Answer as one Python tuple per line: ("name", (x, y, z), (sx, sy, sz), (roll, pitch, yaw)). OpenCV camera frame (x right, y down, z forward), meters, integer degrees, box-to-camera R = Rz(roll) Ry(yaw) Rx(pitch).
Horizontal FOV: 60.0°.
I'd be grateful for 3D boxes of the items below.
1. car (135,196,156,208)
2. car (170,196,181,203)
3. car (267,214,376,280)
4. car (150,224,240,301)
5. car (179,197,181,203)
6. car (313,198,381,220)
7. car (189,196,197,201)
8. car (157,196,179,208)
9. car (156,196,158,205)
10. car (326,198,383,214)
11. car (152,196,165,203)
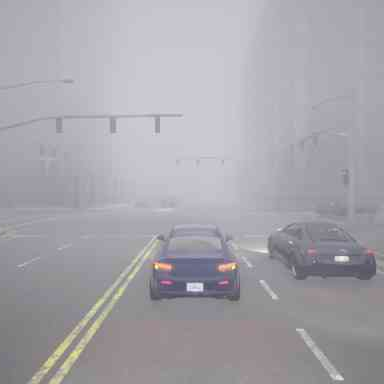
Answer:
("car", (-7.007, 1.547, 48.407), (2.033, 1.411, 5.357), (0, 0, 0))
("car", (-3.370, 1.564, 69.208), (1.994, 1.385, 4.181), (0, 0, 0))
("car", (3.590, 1.564, 9.950), (1.994, 1.385, 4.181), (0, 0, 0))
("car", (0.075, 1.526, 8.213), (1.812, 1.442, 4.674), (0, 0, 1))
("car", (-3.464, 1.478, 59.205), (1.882, 1.535, 5.008), (0, 0, 0))
("car", (12.462, 1.435, 27.238), (4.902, 1.511, 2.128), (0, 0, 0))
("car", (0.155, 1.553, 82.288), (1.994, 1.385, 4.181), (0, 0, 0))
("car", (-3.502, 1.492, 49.614), (2.128, 1.511, 4.902), (0, 0, 0))
("car", (-6.972, 1.505, 58.140), (1.837, 1.490, 4.892), (0, 0, 0))
("car", (16.770, 1.422, 34.460), (5.008, 1.535, 1.882), (0, 0, 0))
("car", (-6.875, 1.547, 68.588), (2.033, 1.411, 5.357), (0, 0, 0))
